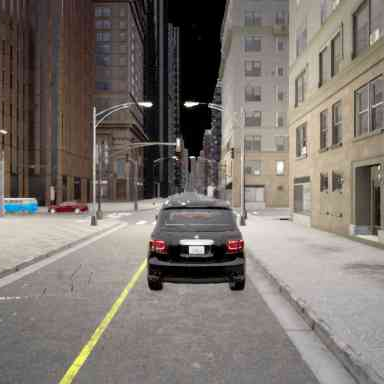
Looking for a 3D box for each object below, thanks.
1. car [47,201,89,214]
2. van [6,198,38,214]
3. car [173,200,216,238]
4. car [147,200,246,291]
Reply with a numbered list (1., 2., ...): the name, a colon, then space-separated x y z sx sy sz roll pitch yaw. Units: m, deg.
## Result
1. car: -13.926 1.724 37.508 4.507 1.381 1.887 -1 0 0
2. van: -19.553 1.588 37.536 3.998 1.788 1.690 -1 0 0
3. car: 0.121 1.357 18.618 2.097 1.767 4.553 0 0 0
4. car: 0.113 1.223 9.169 2.150 2.045 5.566 0 0 0
